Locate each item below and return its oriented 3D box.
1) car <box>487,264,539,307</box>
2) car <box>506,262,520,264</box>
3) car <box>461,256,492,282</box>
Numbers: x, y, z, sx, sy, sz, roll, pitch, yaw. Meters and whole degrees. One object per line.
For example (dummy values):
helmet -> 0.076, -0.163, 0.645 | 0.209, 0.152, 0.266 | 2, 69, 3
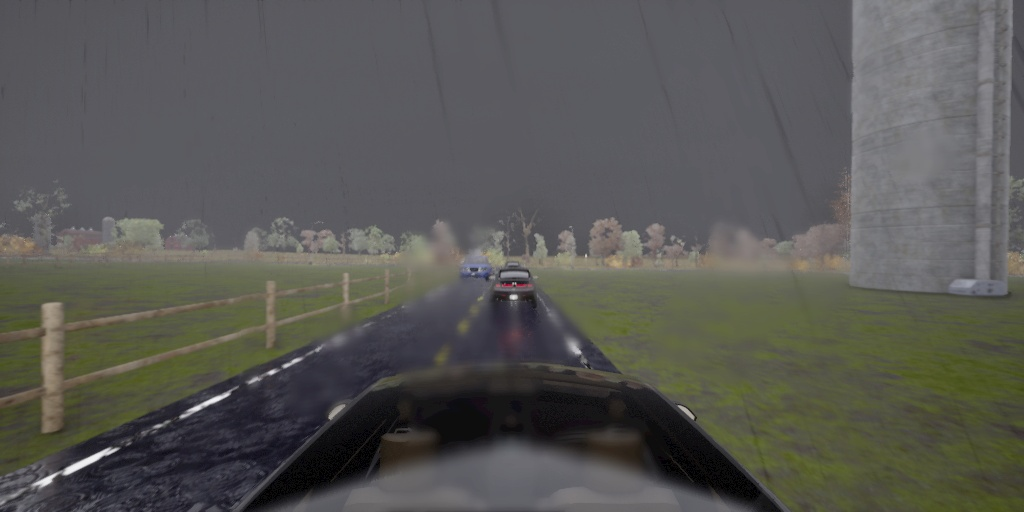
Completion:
car -> 0.097, 1.267, 15.579 | 1.837, 1.490, 4.892 | 0, 0, 0
car -> 0.093, 1.295, 35.731 | 1.837, 1.490, 4.892 | 0, 0, 0
car -> -2.854, 1.003, 29.708 | 2.150, 2.045, 5.566 | 0, 0, 0
